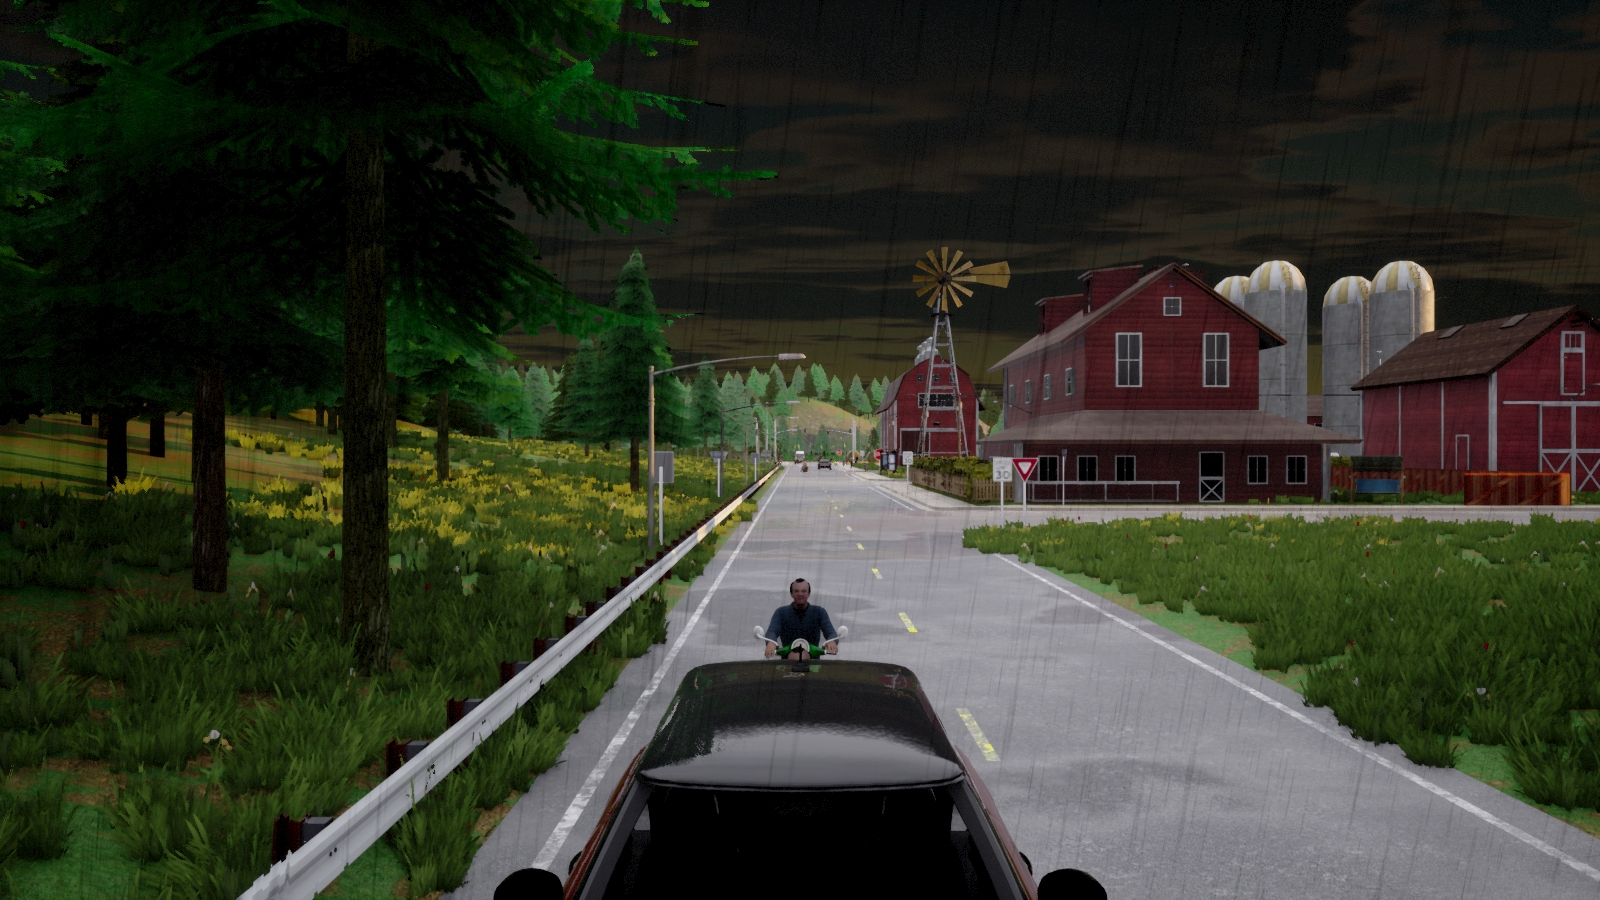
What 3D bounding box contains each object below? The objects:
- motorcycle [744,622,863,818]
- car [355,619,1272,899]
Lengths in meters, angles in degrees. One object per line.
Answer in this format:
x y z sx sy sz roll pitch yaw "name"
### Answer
0.024 2.230 9.842 0.867 1.251 2.209 -2 -3 0 "motorcycle"
0.032 1.899 4.503 2.097 1.767 4.553 0 0 0 "car"
